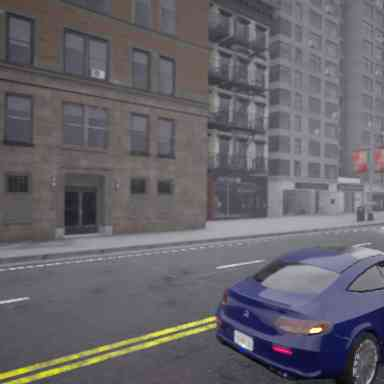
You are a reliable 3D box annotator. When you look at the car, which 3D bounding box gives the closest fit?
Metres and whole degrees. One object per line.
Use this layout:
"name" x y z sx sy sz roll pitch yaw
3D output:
"car" 2.476 1.570 5.212 4.674 1.442 1.812 0 0 -35
